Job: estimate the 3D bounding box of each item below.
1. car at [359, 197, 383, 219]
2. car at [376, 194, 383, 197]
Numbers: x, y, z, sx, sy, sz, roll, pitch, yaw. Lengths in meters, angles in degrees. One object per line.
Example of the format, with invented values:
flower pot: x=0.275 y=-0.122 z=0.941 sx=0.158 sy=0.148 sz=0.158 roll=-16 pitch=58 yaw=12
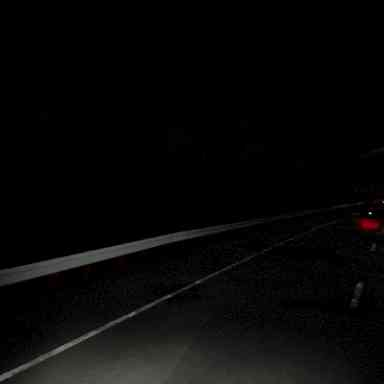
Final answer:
car: x=16.160 y=1.505 z=29.524 sx=1.837 sy=1.490 sz=4.892 roll=0 pitch=0 yaw=35
car: x=22.245 y=1.221 z=38.040 sx=2.150 sy=2.045 sz=5.566 roll=0 pitch=0 yaw=36
